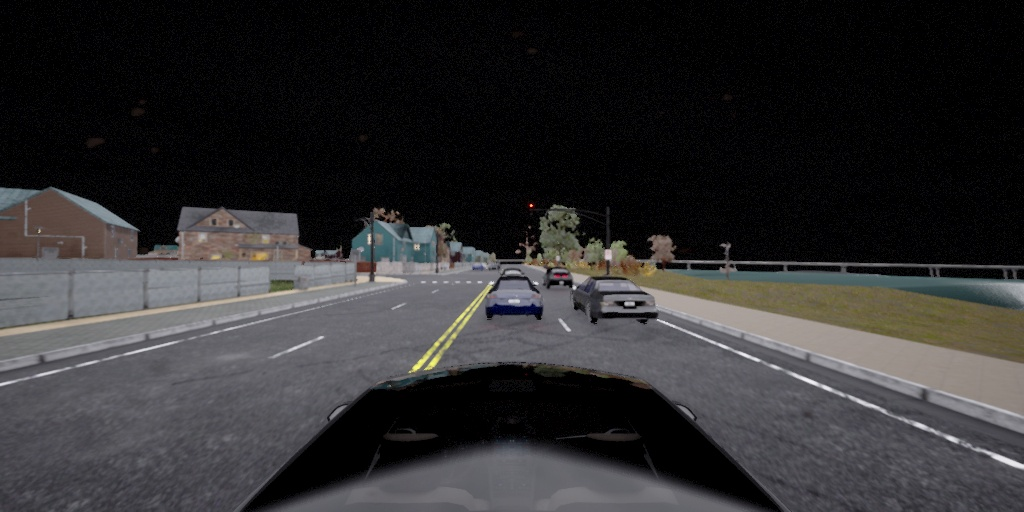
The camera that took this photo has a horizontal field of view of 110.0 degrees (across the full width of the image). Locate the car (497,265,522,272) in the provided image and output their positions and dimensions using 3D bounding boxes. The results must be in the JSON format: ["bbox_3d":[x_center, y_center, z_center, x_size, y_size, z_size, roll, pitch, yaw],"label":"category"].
[{"bbox_3d":[0.022,1.580,25.569,1.812,1.442,4.674,0,-1,-2],"label":"car"}]

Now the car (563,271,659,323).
[{"bbox_3d":[3.327,1.436,12.680,2.033,1.411,5.357,0,-1,0],"label":"car"}]

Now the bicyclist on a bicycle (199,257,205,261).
[{"bbox_3d":[-29.703,0.964,34.368,0.582,1.620,1.656,1,-1,-36],"label":"bicyclist on a bicycle"}]

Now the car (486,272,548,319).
[{"bbox_3d":[0.069,1.464,13.602,1.994,1.385,4.181,0,-1,0],"label":"car"}]

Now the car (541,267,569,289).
[{"bbox_3d":[3.285,1.567,26.276,1.837,1.490,4.892,0,-1,0],"label":"car"}]
